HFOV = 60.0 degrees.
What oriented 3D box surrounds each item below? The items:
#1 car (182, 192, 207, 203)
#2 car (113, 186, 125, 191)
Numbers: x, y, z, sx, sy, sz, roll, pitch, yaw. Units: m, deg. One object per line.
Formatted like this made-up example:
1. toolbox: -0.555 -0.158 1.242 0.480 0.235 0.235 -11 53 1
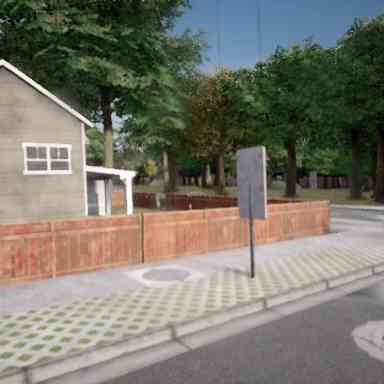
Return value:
1. car: 0.793 0.694 35.186 1.895 1.301 4.718 -3 3 -35
2. car: -11.069 -0.194 52.143 2.097 1.767 4.553 -3 4 -35
